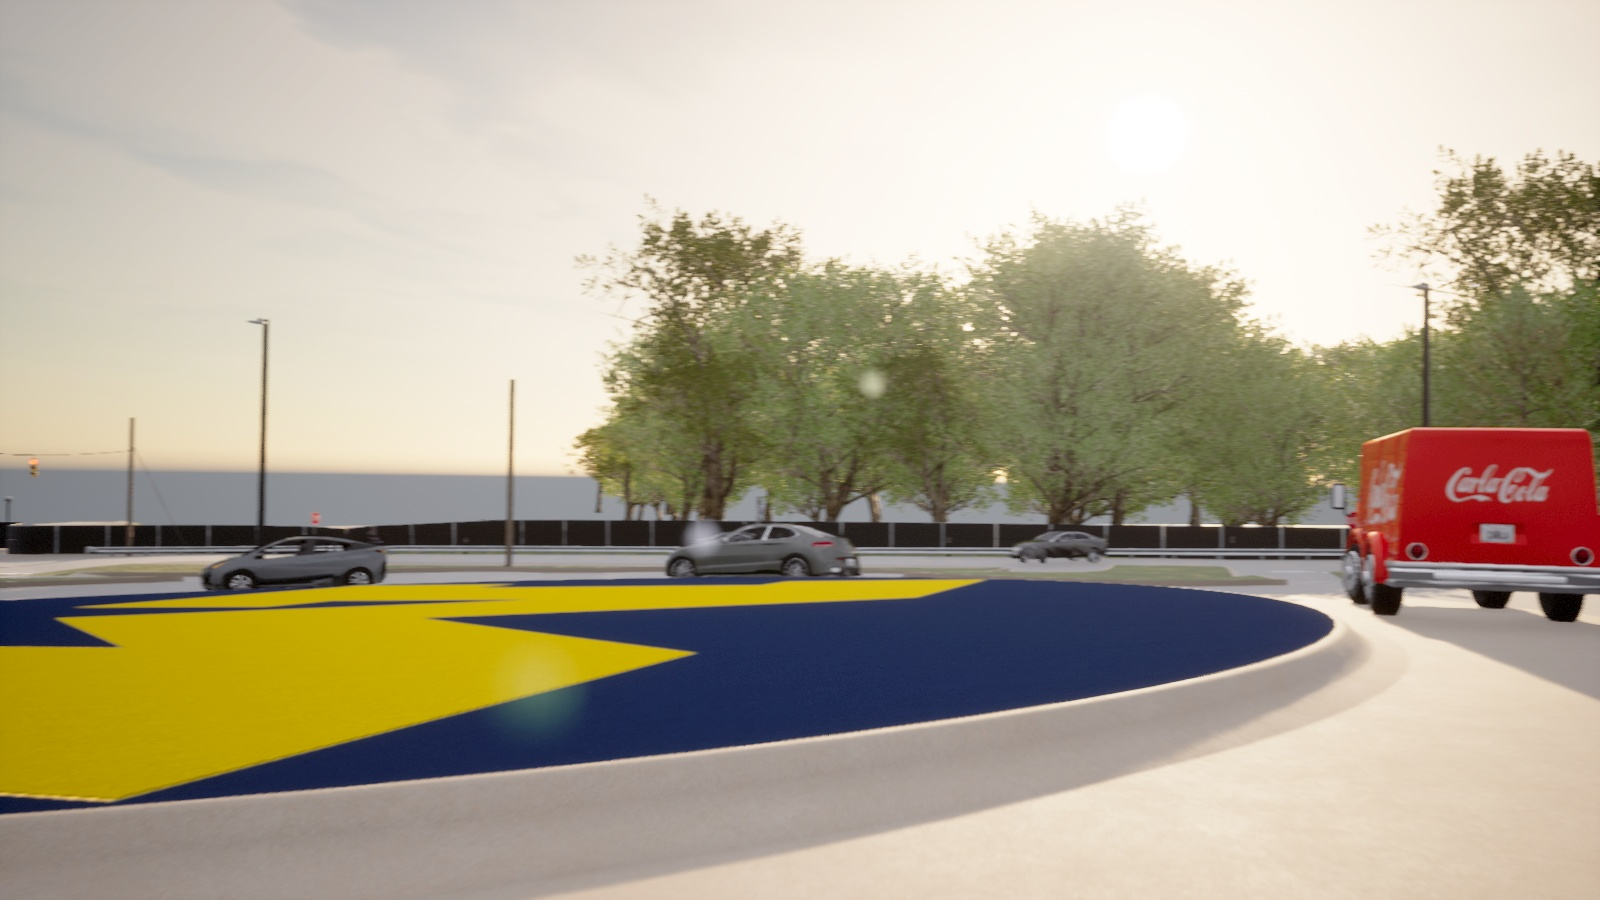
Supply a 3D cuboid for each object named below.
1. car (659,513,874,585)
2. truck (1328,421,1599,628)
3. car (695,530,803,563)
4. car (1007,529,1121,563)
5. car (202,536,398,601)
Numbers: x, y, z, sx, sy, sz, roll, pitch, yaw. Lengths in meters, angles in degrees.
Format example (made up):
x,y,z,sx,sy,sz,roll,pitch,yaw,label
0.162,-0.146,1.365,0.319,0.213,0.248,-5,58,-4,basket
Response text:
x,y,z,sx,sy,sz,roll,pitch,yaw,label
-0.856,2.565,31.785,5.027,1.651,2.152,-3,-8,29,car
9.282,1.035,17.809,2.627,2.467,5.204,0,-3,15,truck
-2.535,4.822,62.724,4.902,1.511,2.128,-2,-2,18,car
12.455,4.508,59.211,4.902,1.511,2.128,1,-4,-25,car
-13.001,3.058,32.673,4.514,1.525,2.007,1,-6,-29,car
